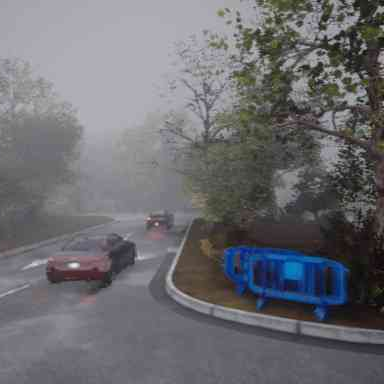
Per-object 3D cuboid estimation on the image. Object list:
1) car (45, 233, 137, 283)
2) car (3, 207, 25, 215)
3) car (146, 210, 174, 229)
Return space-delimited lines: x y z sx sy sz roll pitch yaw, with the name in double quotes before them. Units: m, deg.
"car" -3.235 2.078 11.427 1.994 1.385 4.181 -1 -1 3
"car" -22.549 2.288 44.169 4.553 1.767 2.097 0 -2 1
"car" -2.652 2.242 27.984 1.837 1.490 4.892 -1 -1 2
